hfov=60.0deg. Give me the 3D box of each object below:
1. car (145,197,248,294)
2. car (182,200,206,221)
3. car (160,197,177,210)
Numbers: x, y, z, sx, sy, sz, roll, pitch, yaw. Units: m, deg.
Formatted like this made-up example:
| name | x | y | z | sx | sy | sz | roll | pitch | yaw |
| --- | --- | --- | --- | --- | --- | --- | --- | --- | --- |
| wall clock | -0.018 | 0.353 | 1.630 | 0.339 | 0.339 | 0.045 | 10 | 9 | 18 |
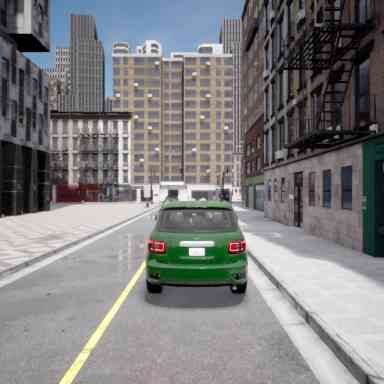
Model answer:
| name | x | y | z | sx | sy | sz | roll | pitch | yaw |
| --- | --- | --- | --- | --- | --- | --- | --- | --- | --- |
| car | 0.118 | 1.220 | 8.955 | 2.150 | 2.045 | 5.566 | 0 | 0 | 1 |
| car | 0.178 | 1.488 | 28.135 | 1.837 | 1.490 | 4.892 | 0 | 0 | 0 |
| car | -2.947 | 1.466 | 43.260 | 1.837 | 1.490 | 4.892 | 0 | 0 | 0 |
